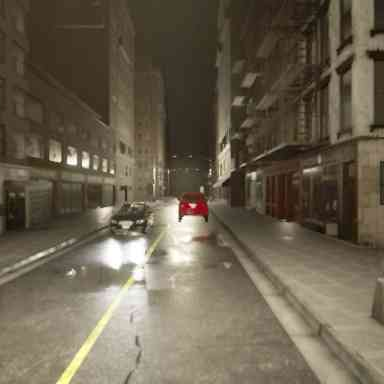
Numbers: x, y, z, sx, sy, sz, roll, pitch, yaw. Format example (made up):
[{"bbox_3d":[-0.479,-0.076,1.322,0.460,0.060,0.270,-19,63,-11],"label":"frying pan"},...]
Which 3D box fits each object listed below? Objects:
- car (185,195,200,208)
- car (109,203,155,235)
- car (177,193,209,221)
[{"bbox_3d":[0.081,1.175,44.091,1.882,1.535,5.008,0,1,0],"label":"car"},{"bbox_3d":[-3.106,1.363,18.019,2.128,1.511,4.902,0,0,0],"label":"car"},{"bbox_3d":[0.088,1.046,25.099,2.150,2.045,5.566,0,1,0],"label":"car"}]
